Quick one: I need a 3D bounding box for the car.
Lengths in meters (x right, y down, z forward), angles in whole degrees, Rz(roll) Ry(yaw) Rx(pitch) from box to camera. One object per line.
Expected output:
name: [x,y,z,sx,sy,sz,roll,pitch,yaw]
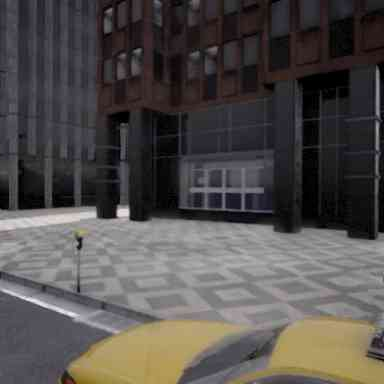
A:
car: [0.986,1.524,2.273,4.829,1.417,1.752,0,0,36]
